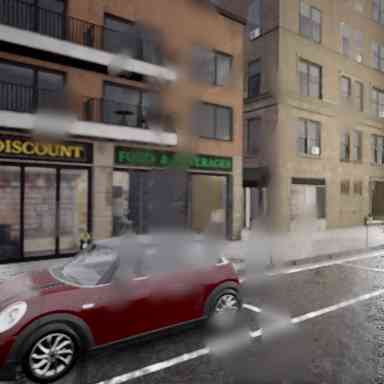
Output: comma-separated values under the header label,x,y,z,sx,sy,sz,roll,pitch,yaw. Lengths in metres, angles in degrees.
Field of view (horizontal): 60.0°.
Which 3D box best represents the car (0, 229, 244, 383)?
label,x,y,z,sx,sy,sz,roll,pitch,yaw
car,-1.156,1.463,5.363,4.097,1.590,1.967,1,0,-35
